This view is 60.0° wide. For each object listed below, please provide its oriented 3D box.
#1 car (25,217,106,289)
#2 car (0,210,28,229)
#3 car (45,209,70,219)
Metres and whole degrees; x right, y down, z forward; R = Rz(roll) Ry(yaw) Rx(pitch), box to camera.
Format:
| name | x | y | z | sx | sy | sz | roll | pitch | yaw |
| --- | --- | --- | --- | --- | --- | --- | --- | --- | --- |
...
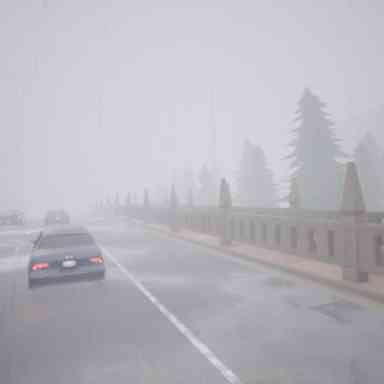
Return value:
| name | x | y | z | sx | sy | sz | roll | pitch | yaw |
| --- | --- | --- | --- | --- | --- | --- | --- | --- | --- |
| car | -3.788 | 1.742 | 9.959 | 2.033 | 1.411 | 5.357 | -2 | 0 | -23 |
| car | -15.118 | 2.216 | 27.989 | 1.812 | 1.442 | 4.674 | -2 | 0 | -23 |
| car | -11.753 | 2.152 | 29.013 | 1.994 | 1.385 | 4.181 | -2 | 0 | -23 |
